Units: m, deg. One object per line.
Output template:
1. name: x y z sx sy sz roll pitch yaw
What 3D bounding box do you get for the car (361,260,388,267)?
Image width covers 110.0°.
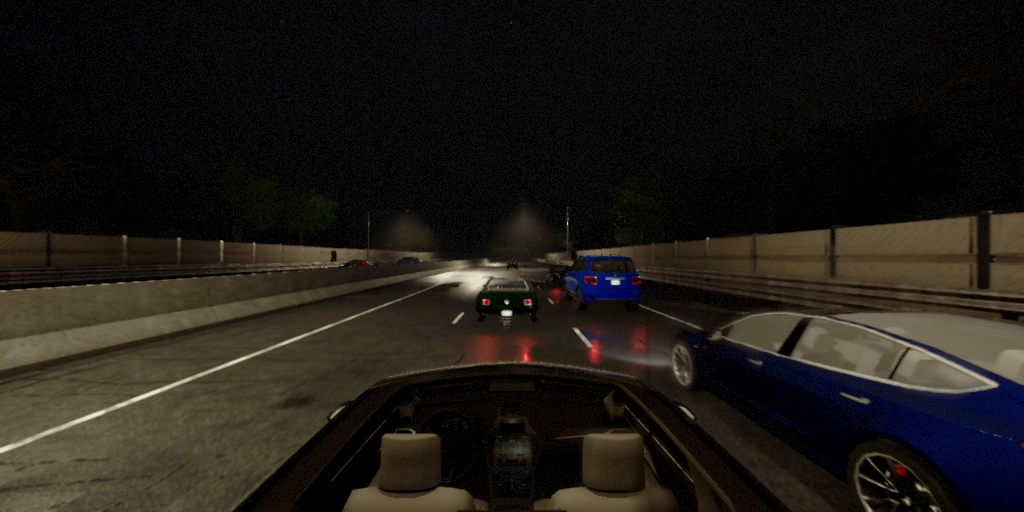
1. car: -17.532 1.495 47.108 1.895 1.301 4.718 0 0 0

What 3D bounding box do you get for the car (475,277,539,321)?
1. car: -0.115 1.376 12.618 1.895 1.301 4.718 0 0 1

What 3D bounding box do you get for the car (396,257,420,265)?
1. car: -14.018 1.125 48.650 2.150 2.045 5.566 0 0 0

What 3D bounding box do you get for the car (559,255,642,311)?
1. car: 3.497 1.002 14.803 2.150 2.045 5.566 0 0 0

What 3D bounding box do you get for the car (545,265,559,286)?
1. car: 3.494 1.340 25.775 1.812 1.442 4.674 0 0 0

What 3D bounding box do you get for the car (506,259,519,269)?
1. car: 0.070 1.446 59.888 1.837 1.490 4.892 0 -1 0

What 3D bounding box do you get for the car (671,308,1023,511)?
1. car: 3.500 1.259 3.800 2.163 1.488 4.792 0 0 0

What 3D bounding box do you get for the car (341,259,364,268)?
1. car: -21.024 1.249 48.136 2.097 1.767 4.553 0 0 0
